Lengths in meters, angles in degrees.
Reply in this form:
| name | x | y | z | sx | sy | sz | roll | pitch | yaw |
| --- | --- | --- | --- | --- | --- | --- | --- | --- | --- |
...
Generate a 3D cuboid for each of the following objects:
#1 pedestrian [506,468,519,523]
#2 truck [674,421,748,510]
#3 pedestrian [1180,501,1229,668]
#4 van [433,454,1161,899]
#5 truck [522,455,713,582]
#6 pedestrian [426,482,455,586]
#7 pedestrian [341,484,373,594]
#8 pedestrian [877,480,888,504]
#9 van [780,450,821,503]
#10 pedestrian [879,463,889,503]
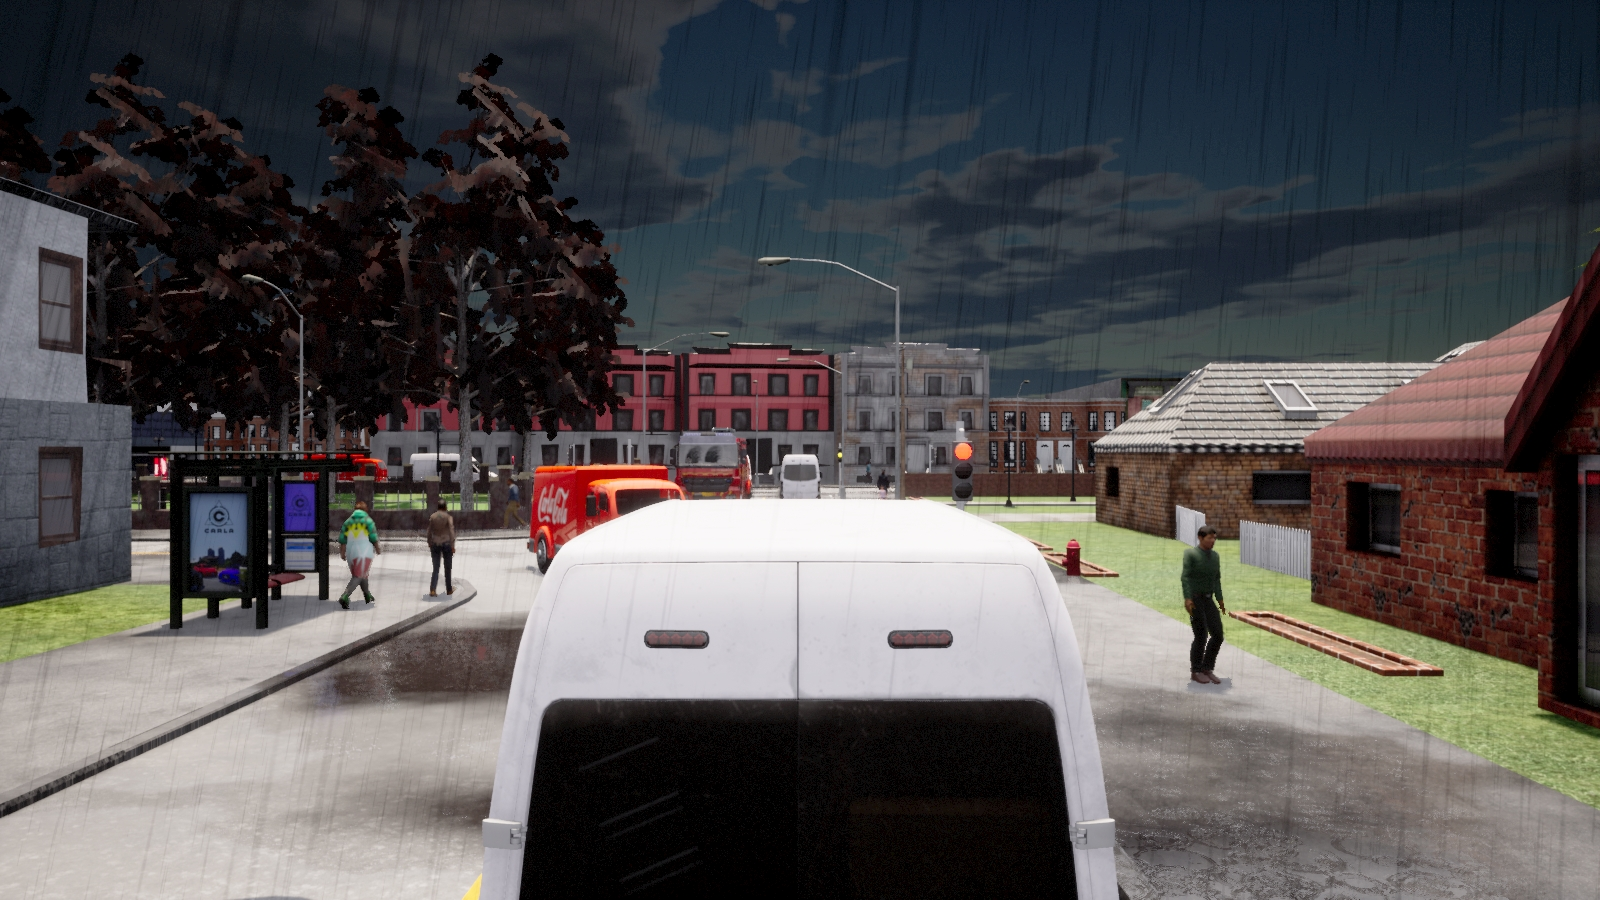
| name | x | y | z | sx | sy | sz | roll | pitch | yaw |
| --- | --- | --- | --- | --- | --- | --- | --- | --- | --- |
| pedestrian | -9.691 | 1.526 | 38.507 | 0.375 | 1.860 | 0.375 | 0 | 0 | -6 |
| truck | -4.049 | 0.670 | 53.739 | 2.891 | 3.827 | 8.468 | 0 | 0 | 0 |
| pedestrian | 4.629 | 1.523 | 13.088 | 0.375 | 1.860 | 0.375 | 0 | 0 | -23 |
| van | -0.009 | 1.315 | 6.082 | 1.988 | 2.561 | 5.915 | 0 | 0 | 0 |
| truck | -4.160 | 1.352 | 25.211 | 2.627 | 2.467 | 5.204 | 0 | 0 | -28 |
| pedestrian | -6.520 | 1.517 | 20.722 | 0.375 | 1.860 | 0.375 | 0 | 0 | 7 |
| pedestrian | -7.622 | 1.516 | 19.660 | 0.375 | 1.860 | 0.375 | 0 | 0 | 9 |
| pedestrian | 3.776 | 1.904 | 52.155 | 0.500 | 1.100 | 0.500 | 0 | 0 | 6 |
| van | -0.003 | 1.313 | 58.196 | 1.988 | 2.561 | 5.915 | 0 | 0 | 0 |
| pedestrian | 3.893 | 1.524 | 52.945 | 0.375 | 1.860 | 0.375 | 0 | 0 | 14 |
